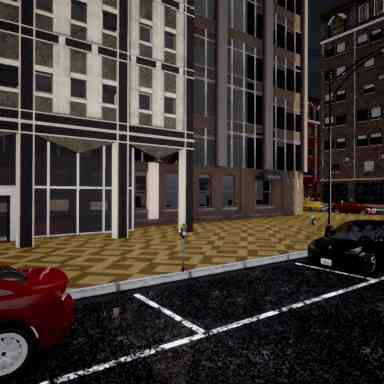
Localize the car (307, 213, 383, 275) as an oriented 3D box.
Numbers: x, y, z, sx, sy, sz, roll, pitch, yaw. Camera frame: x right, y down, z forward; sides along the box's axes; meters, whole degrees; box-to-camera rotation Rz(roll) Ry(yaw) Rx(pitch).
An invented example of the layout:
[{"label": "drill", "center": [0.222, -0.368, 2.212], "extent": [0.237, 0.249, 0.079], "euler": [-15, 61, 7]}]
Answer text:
[{"label": "car", "center": [5.494, 1.567, 10.497], "extent": [4.313, 1.339, 1.947], "euler": [0, 0, -36]}]

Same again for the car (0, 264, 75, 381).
[{"label": "car", "center": [-3.756, 1.545, 3.874], "extent": [4.507, 1.381, 1.887], "euler": [0, 0, -36]}]

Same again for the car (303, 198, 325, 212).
[{"label": "car", "center": [12.331, 1.468, 36.633], "extent": [1.752, 1.417, 4.829], "euler": [0, 0, -36]}]

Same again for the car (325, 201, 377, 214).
[{"label": "car", "center": [15.538, 1.535, 32.174], "extent": [1.802, 1.307, 4.206], "euler": [0, 0, -36]}]

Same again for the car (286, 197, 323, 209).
[{"label": "car", "center": [15.625, 1.500, 46.401], "extent": [1.752, 1.417, 4.829], "euler": [0, 0, -36]}]
